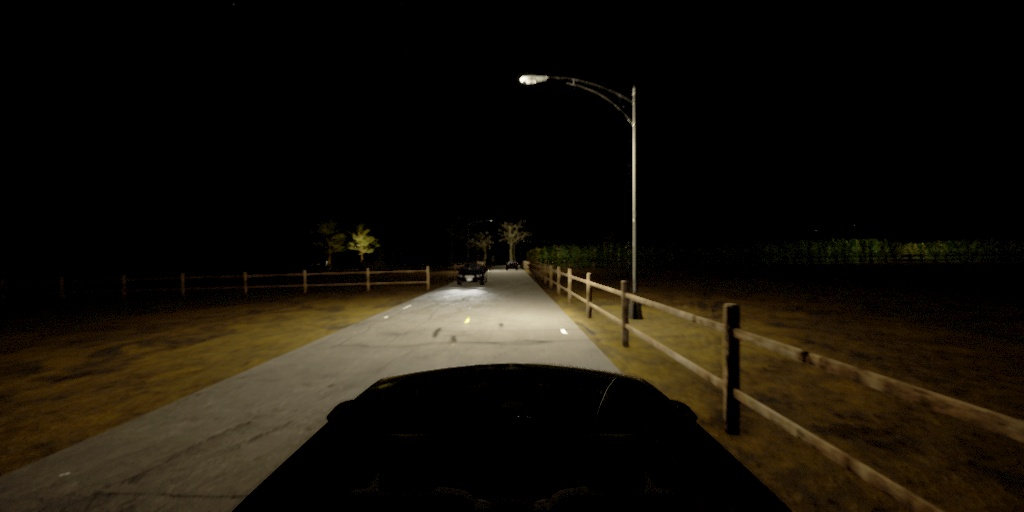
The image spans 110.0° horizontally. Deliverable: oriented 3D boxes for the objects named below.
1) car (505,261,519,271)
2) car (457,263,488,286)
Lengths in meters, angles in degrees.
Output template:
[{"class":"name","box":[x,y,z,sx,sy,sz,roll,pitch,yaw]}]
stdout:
[{"class":"car","box":[-0.010,1.476,55.299,2.128,1.511,4.902,0,-1,0]},{"class":"car","box":[-2.778,1.298,25.909,2.128,1.511,4.902,0,0,1]}]
